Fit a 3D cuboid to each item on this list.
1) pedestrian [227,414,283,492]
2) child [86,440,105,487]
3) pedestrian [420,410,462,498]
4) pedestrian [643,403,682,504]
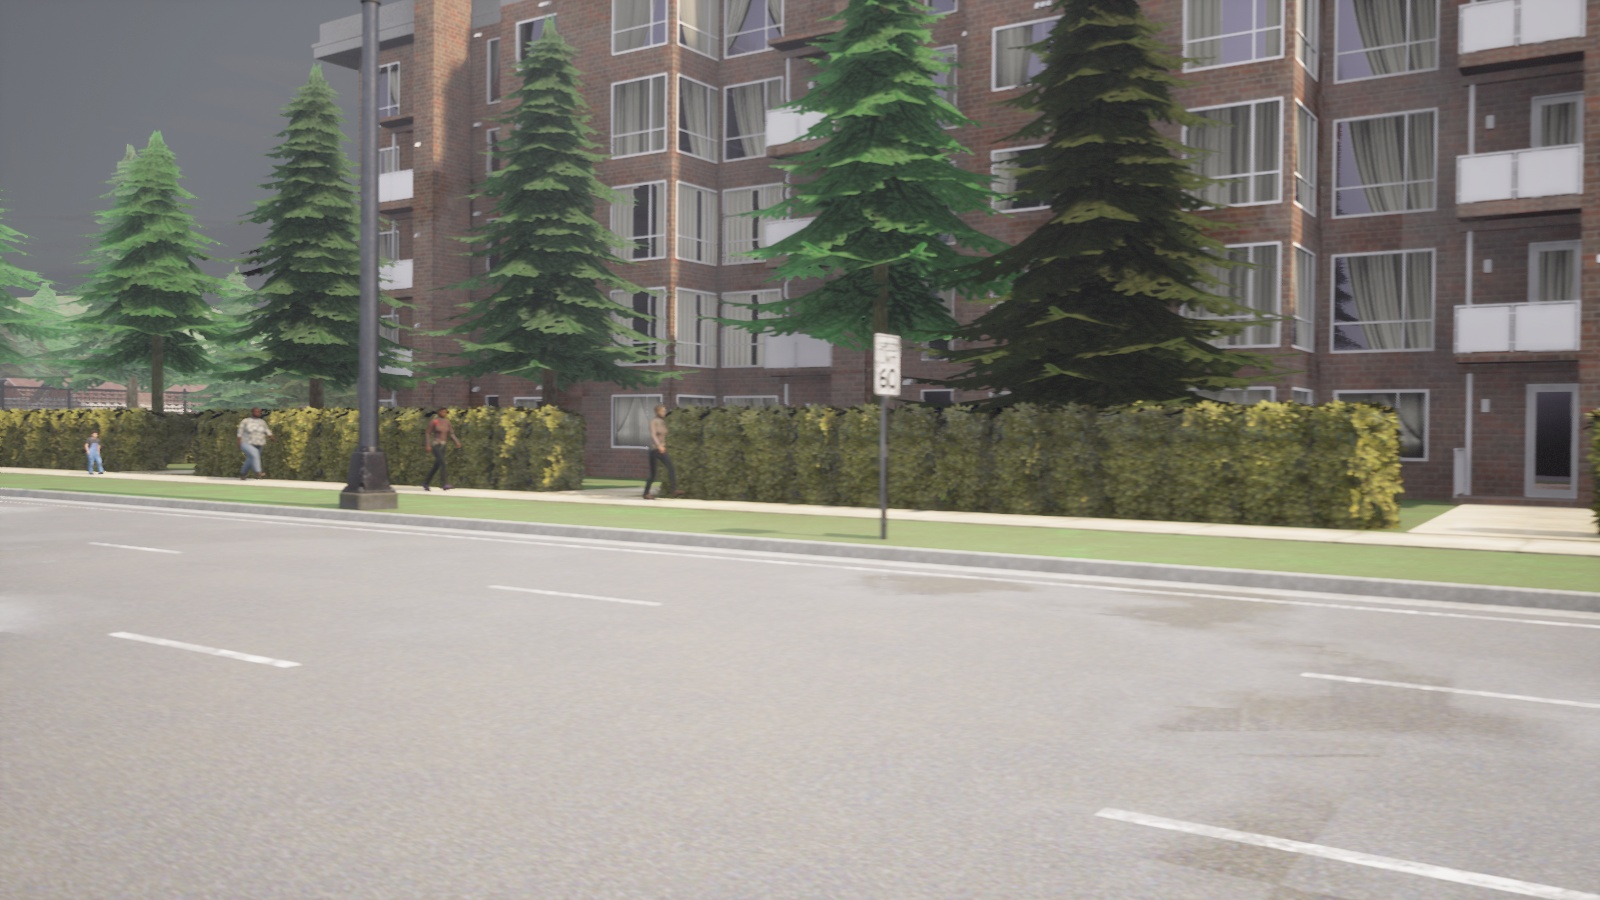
[{"bbox_3d":[-13.254,0.064,30.524,0.900,1.855,0.874,0,1,33],"label":"pedestrian"},{"bbox_3d":[-18.852,0.353,33.593,0.437,1.263,0.270,0,1,34],"label":"child"},{"bbox_3d":[-7.478,0.072,26.144,0.869,1.805,0.328,0,1,35],"label":"pedestrian"},{"bbox_3d":[-2.557,0.065,23.391,0.634,1.846,0.331,0,1,35],"label":"pedestrian"}]
